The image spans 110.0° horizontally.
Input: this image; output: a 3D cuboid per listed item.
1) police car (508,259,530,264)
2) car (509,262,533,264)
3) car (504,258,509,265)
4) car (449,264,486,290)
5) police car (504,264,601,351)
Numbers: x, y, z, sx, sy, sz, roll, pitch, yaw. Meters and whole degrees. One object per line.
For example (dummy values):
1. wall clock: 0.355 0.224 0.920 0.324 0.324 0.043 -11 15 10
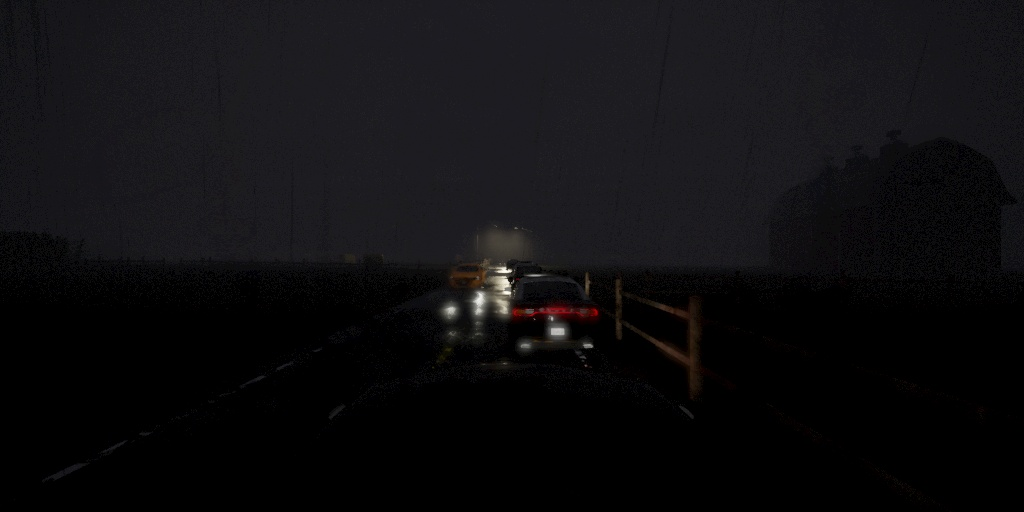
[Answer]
1. police car: 0.886 1.173 25.123 1.930 1.638 5.238 0 0 0
2. car: 0.868 1.253 19.012 1.837 1.490 4.892 0 0 0
3. car: 0.188 1.220 49.495 1.882 1.535 5.008 0 0 1
4. car: -2.695 1.226 22.653 1.882 1.535 5.008 0 0 0
5. police car: 0.841 1.174 9.123 1.930 1.638 5.238 0 0 0
